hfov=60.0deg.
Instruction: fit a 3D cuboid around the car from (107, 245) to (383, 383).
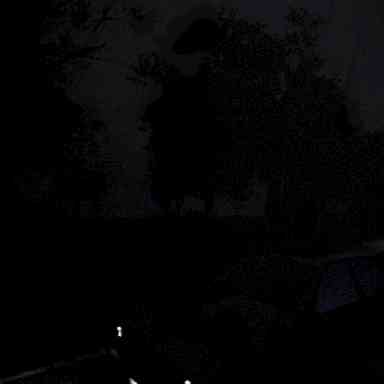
[{"bbox_3d":[1.616,1.546,4.835,5.357,1.411,2.033,0,0,-35],"label":"car"}]
